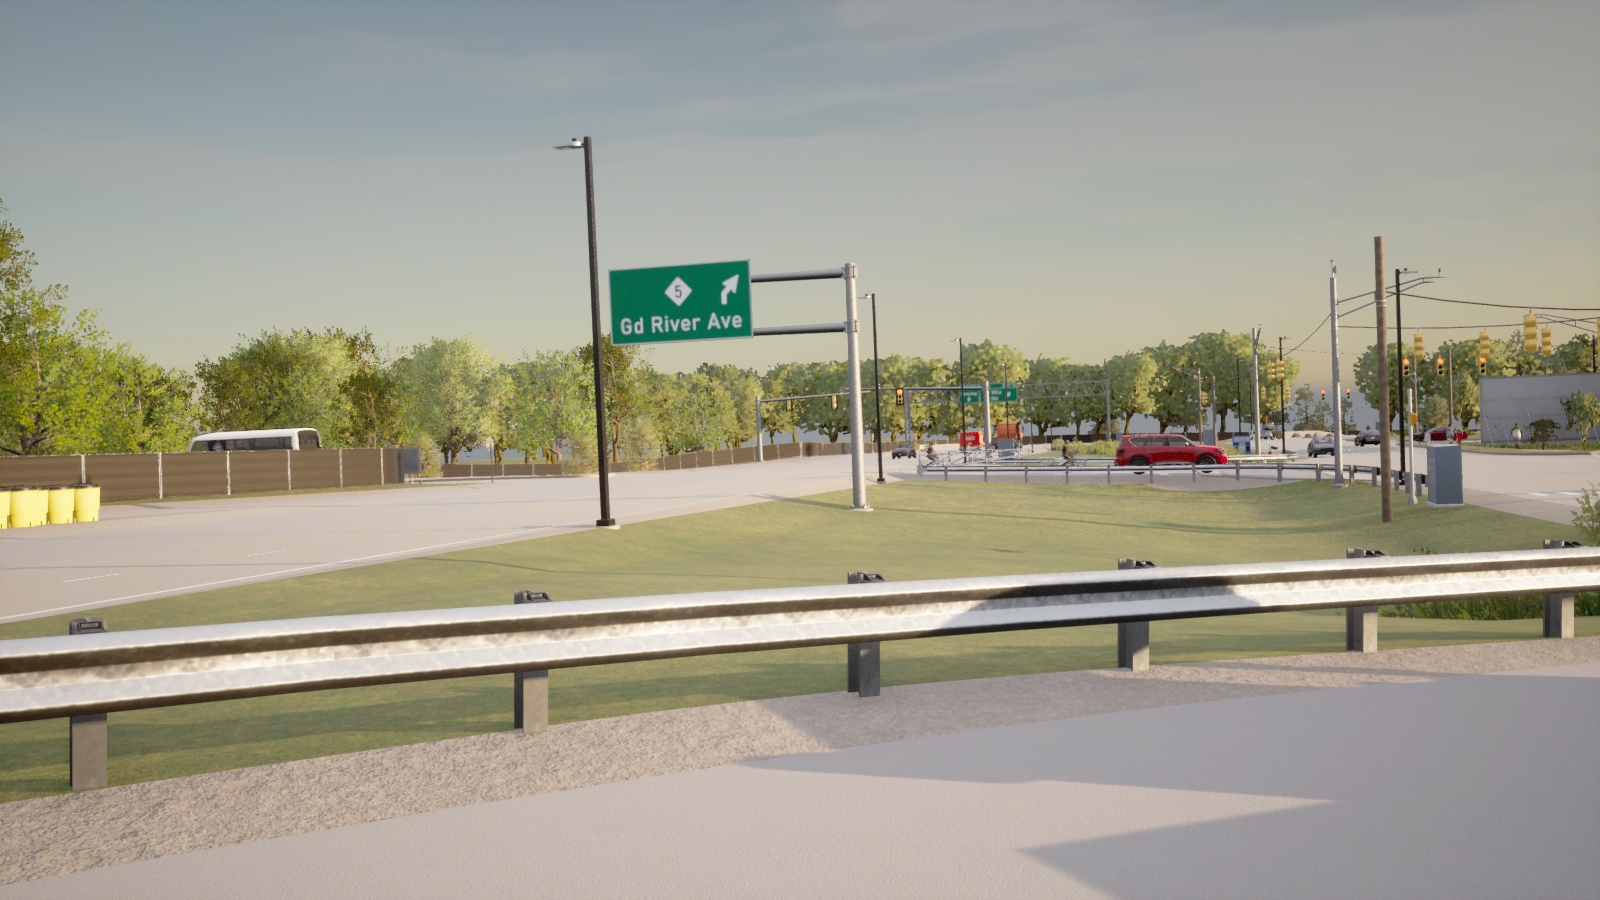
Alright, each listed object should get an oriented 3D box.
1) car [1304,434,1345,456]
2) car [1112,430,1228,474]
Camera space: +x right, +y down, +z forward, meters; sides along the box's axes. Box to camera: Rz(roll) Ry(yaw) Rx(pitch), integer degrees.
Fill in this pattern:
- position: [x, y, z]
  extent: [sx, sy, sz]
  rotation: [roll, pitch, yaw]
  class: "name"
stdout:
- position: [37.890, -0.357, 90.899]
  extent: [2.033, 1.411, 5.357]
  rotation: [-2, 1, 16]
  class: "car"
- position: [18.900, 0.090, 64.235]
  extent: [5.566, 2.045, 2.150]
  rotation: [-2, 0, 17]
  class: "car"
